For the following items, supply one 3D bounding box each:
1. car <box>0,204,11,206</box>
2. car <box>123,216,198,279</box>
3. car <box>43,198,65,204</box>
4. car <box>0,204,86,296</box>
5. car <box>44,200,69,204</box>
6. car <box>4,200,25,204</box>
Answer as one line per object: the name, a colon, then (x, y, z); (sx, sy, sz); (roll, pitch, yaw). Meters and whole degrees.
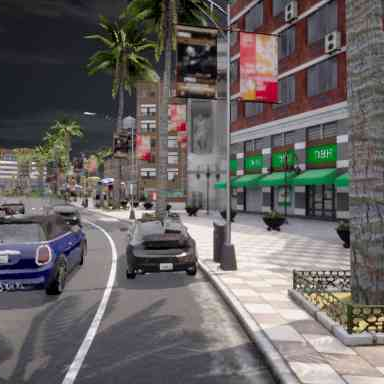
car: (-10.502, 1.555, 18.057); (1.994, 1.385, 4.181); (0, 0, -23)
car: (-1.087, 1.504, 10.197); (1.837, 1.490, 4.892); (0, 0, -11)
car: (-11.964, 1.342, 29.326); (2.097, 1.767, 4.553); (0, 0, -26)
car: (-4.115, 1.349, 8.658); (2.097, 1.767, 4.553); (0, 0, -9)
car: (-8.081, 1.500, 20.834); (1.837, 1.490, 4.892); (0, 0, -23)
car: (-16.898, 1.477, 31.436); (2.128, 1.511, 4.902); (0, 0, -29)
